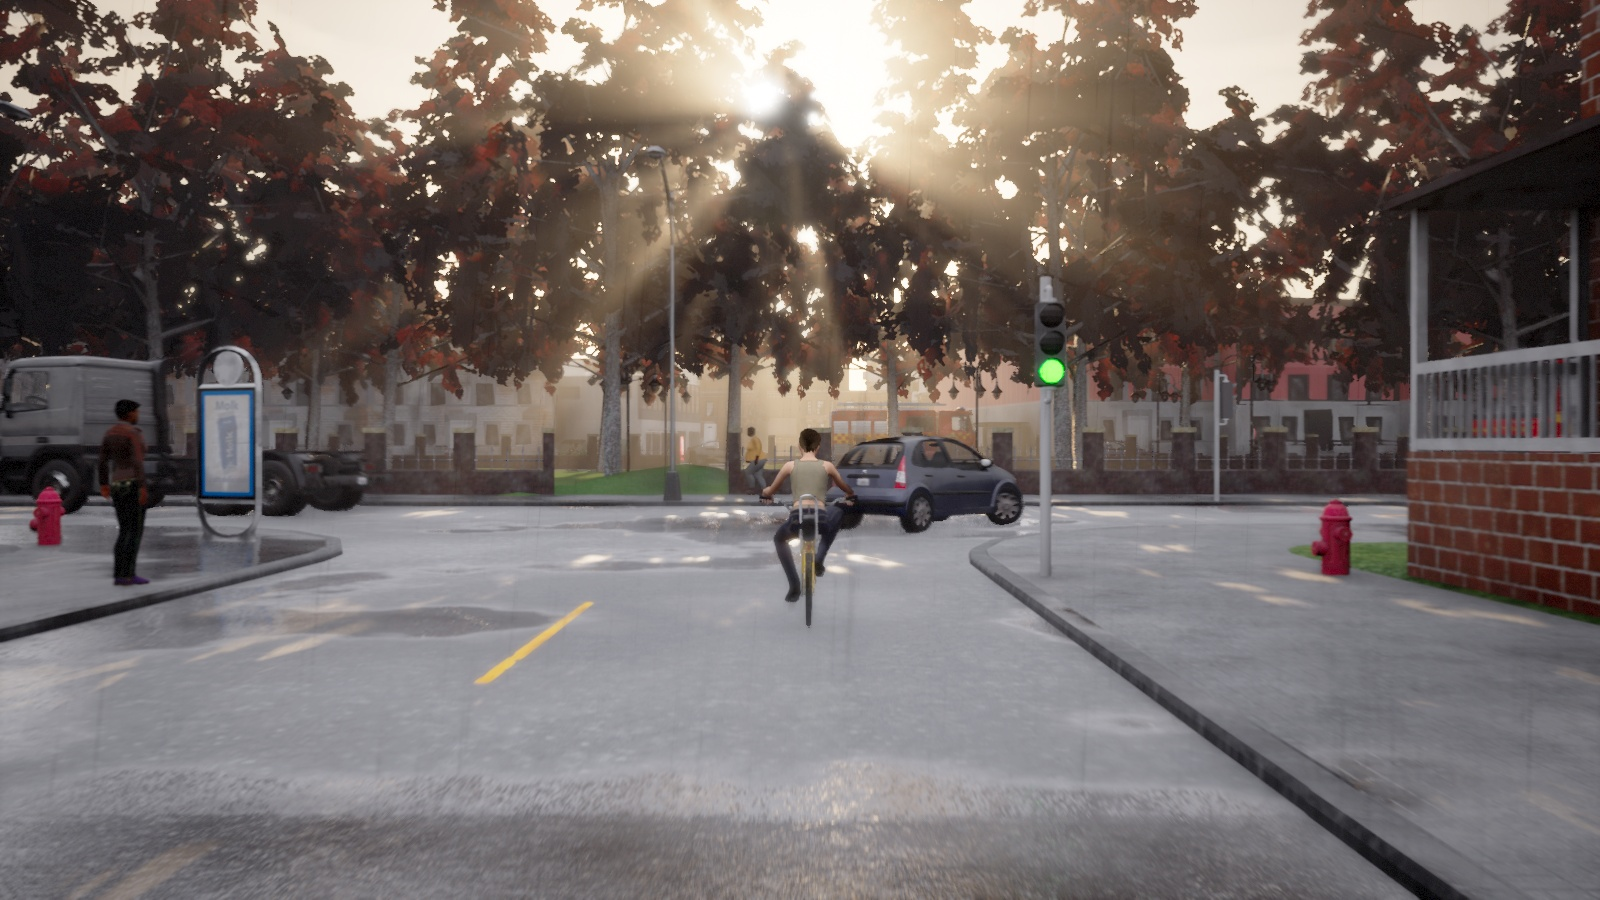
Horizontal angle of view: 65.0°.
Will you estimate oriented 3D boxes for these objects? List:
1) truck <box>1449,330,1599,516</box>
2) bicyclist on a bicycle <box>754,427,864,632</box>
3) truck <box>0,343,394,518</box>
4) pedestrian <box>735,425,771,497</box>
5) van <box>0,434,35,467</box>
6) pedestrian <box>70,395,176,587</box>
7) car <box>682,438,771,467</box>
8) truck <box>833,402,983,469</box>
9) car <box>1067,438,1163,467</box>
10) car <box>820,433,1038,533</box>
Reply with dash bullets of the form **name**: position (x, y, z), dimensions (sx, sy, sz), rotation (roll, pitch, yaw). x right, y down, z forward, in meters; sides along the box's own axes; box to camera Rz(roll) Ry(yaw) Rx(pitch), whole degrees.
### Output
- **truck**: position (19.143, -0.558, 27.478), dimensions (8.468, 3.827, 2.891), rotation (0, 0, -3)
- **bicyclist on a bicycle**: position (0.075, 0.623, 10.614), dimensions (0.866, 1.612, 1.509), rotation (0, 0, 0)
- **truck**: position (-13.158, -0.399, 27.113), dimensions (7.936, 3.462, 2.891), rotation (0, 0, 11)
- **pedestrian**: position (-1.234, 0.270, 32.830), dimensions (0.900, 1.855, 0.874), rotation (0, 0, 0)
- **van**: position (-49.637, 0.026, 76.951), dimensions (4.442, 1.987, 1.775), rotation (0, 0, 0)
- **pedestrian**: position (-6.592, 0.382, 12.255), dimensions (0.328, 1.805, 0.869), rotation (0, 0, 30)
- **car**: position (-4.217, 0.112, 72.787), dimensions (5.027, 1.651, 2.152), rotation (0, 0, 1)
- **truck**: position (6.172, -0.823, 72.731), dimensions (8.468, 3.827, 2.891), rotation (0, 0, 0)
- **car**: position (18.208, 0.130, 72.679), dimensions (5.027, 1.651, 2.152), rotation (0, 0, 0)
- **car**: position (2.364, 0.521, 22.257), dimensions (1.851, 1.617, 3.988), rotation (0, 0, 42)
